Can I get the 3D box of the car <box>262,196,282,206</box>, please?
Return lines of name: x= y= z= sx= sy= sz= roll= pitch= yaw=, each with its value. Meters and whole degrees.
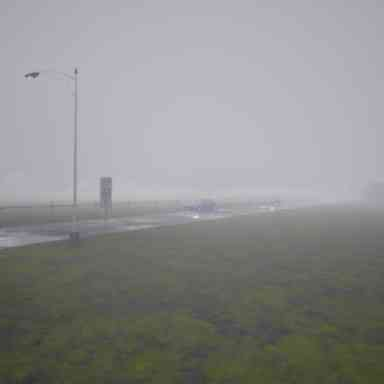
car: x=12.321 y=1.397 z=51.209 sx=1.837 sy=1.490 sz=4.892 roll=1 pitch=0 yaw=34

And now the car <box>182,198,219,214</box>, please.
car: x=0.927 y=1.357 z=34.386 sx=1.882 sy=1.535 sz=5.008 roll=1 pitch=1 yaw=34
